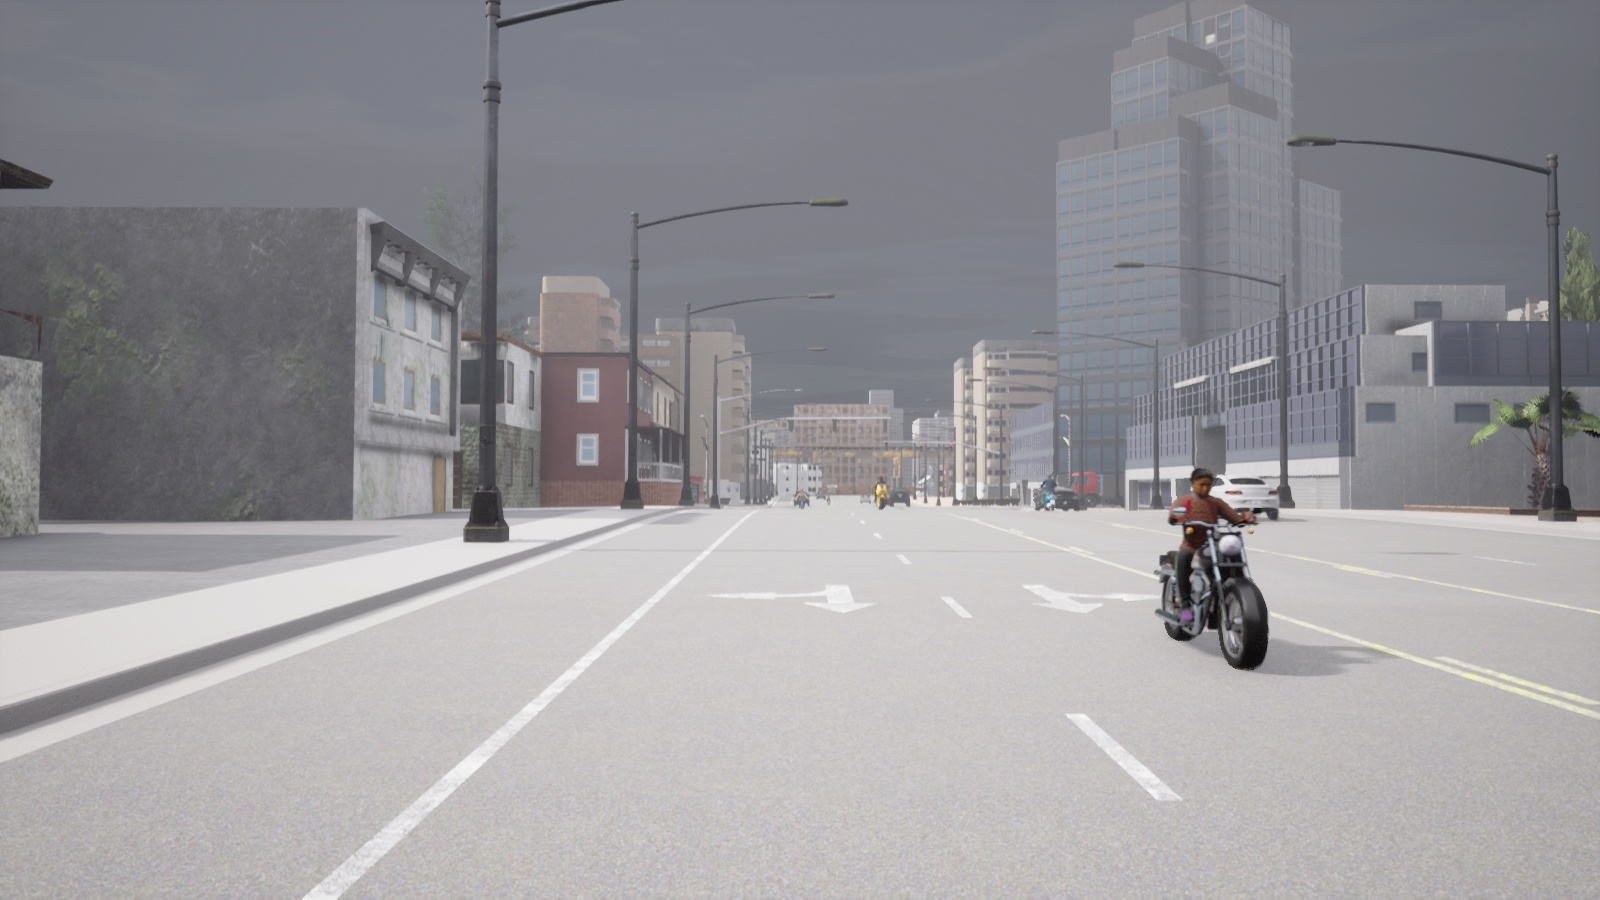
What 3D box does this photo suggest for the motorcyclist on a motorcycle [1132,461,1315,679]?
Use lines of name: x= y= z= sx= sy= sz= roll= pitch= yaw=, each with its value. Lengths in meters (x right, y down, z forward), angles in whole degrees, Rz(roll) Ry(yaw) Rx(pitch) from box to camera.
motorcyclist on a motorcycle: x=3.529 y=0.924 z=10.726 sx=0.766 sy=1.649 sz=2.350 roll=0 pitch=-1 yaw=0

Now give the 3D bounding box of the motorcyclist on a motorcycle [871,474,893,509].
motorcyclist on a motorcycle: x=3.595 y=1.843 z=55.307 sx=0.797 sy=1.523 sz=2.044 roll=0 pitch=-3 yaw=0

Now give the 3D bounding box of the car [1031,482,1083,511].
car: x=14.121 y=2.584 z=69.288 sx=1.837 sy=1.490 sz=4.892 roll=0 pitch=-3 yaw=0

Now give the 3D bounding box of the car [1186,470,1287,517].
car: x=14.065 y=1.374 z=40.743 sx=1.812 sy=1.442 sz=4.674 roll=0 pitch=-1 yaw=3

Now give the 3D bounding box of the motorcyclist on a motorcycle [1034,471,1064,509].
motorcyclist on a motorcycle: x=10.593 y=1.711 z=53.472 sx=0.866 sy=1.590 sz=1.817 roll=0 pitch=-2 yaw=0
